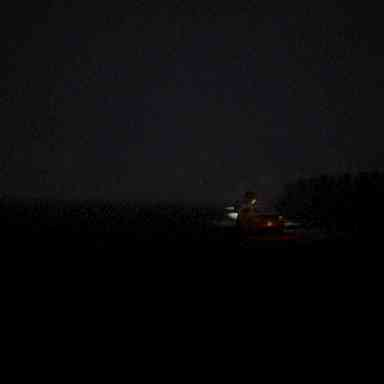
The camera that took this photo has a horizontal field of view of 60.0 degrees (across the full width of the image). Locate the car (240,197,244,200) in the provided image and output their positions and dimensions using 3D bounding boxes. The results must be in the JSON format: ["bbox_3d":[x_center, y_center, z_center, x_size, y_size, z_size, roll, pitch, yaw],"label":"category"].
[{"bbox_3d":[5.755,1.520,29.187,1.882,1.535,5.008,0,0,-2],"label":"car"}]

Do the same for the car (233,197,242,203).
[{"bbox_3d":[5.964,1.527,39.515,2.128,1.511,4.902,0,0,5],"label":"car"}]

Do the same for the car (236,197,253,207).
[{"bbox_3d":[8.426,1.543,53.321,2.128,1.511,4.902,0,0,16],"label":"car"}]

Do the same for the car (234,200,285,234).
[{"bbox_3d":[3.972,1.492,19.796,1.882,1.535,5.008,-1,0,-2],"label":"car"}]
